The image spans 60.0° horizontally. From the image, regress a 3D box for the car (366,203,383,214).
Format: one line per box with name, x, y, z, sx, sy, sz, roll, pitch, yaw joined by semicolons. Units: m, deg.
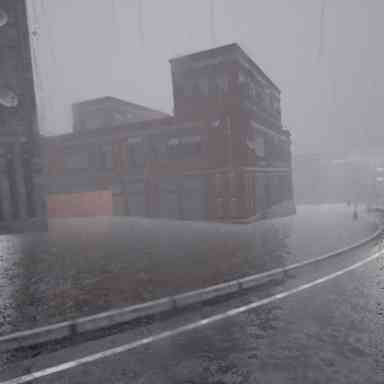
car;25.251;2.254;45.837;1.994;1.385;4.181;-3;-2;20
